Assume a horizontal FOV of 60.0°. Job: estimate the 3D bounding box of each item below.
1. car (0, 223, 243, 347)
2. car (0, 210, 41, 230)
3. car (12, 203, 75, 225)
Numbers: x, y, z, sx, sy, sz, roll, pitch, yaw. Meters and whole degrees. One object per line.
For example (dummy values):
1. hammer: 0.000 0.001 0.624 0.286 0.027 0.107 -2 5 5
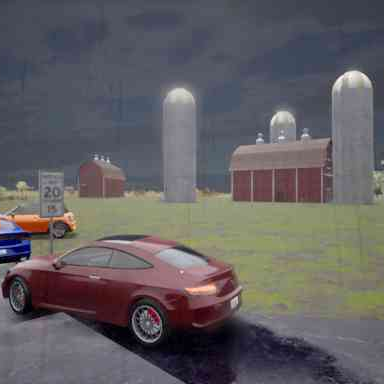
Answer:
1. car: -1.398 1.529 6.173 4.674 1.442 1.812 0 0 27
2. car: -6.957 1.481 10.741 5.008 1.535 1.882 0 0 43
3. car: -8.287 1.371 16.766 4.553 1.767 2.097 0 0 -14
